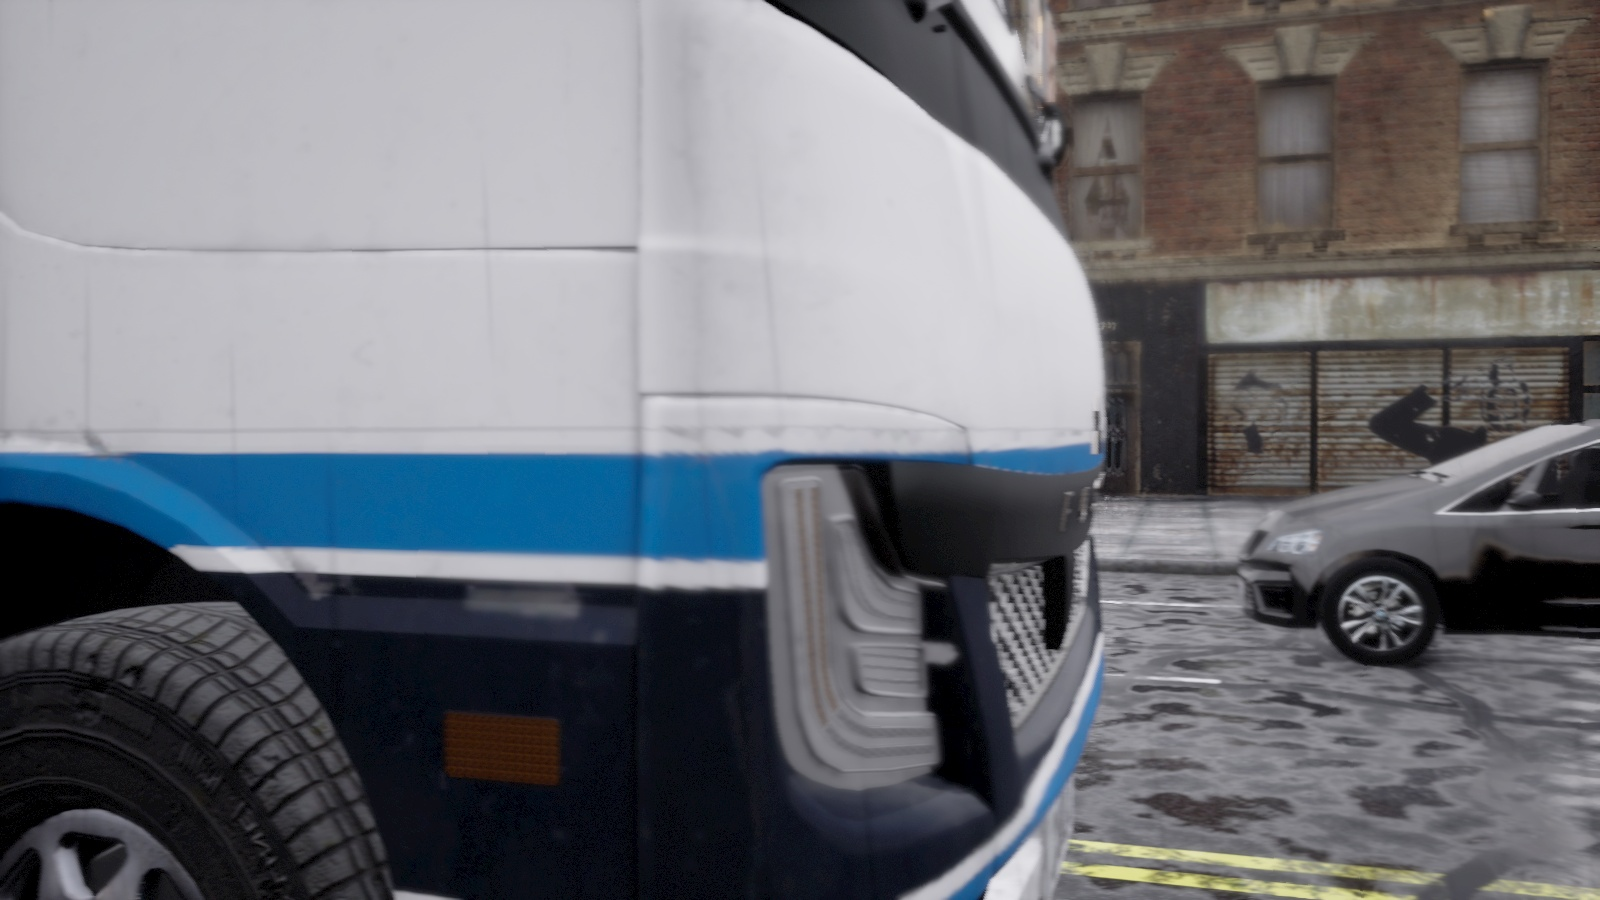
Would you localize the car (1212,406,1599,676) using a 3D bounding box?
[{"bbox_3d":[5.383,0.554,8.836,4.611,1.667,2.242,1,1,16],"label":"car"}]

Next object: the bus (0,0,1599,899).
[{"bbox_3d":[-3.638,-0.641,4.350,10.273,4.253,3.944,1,1,17],"label":"bus"}]
